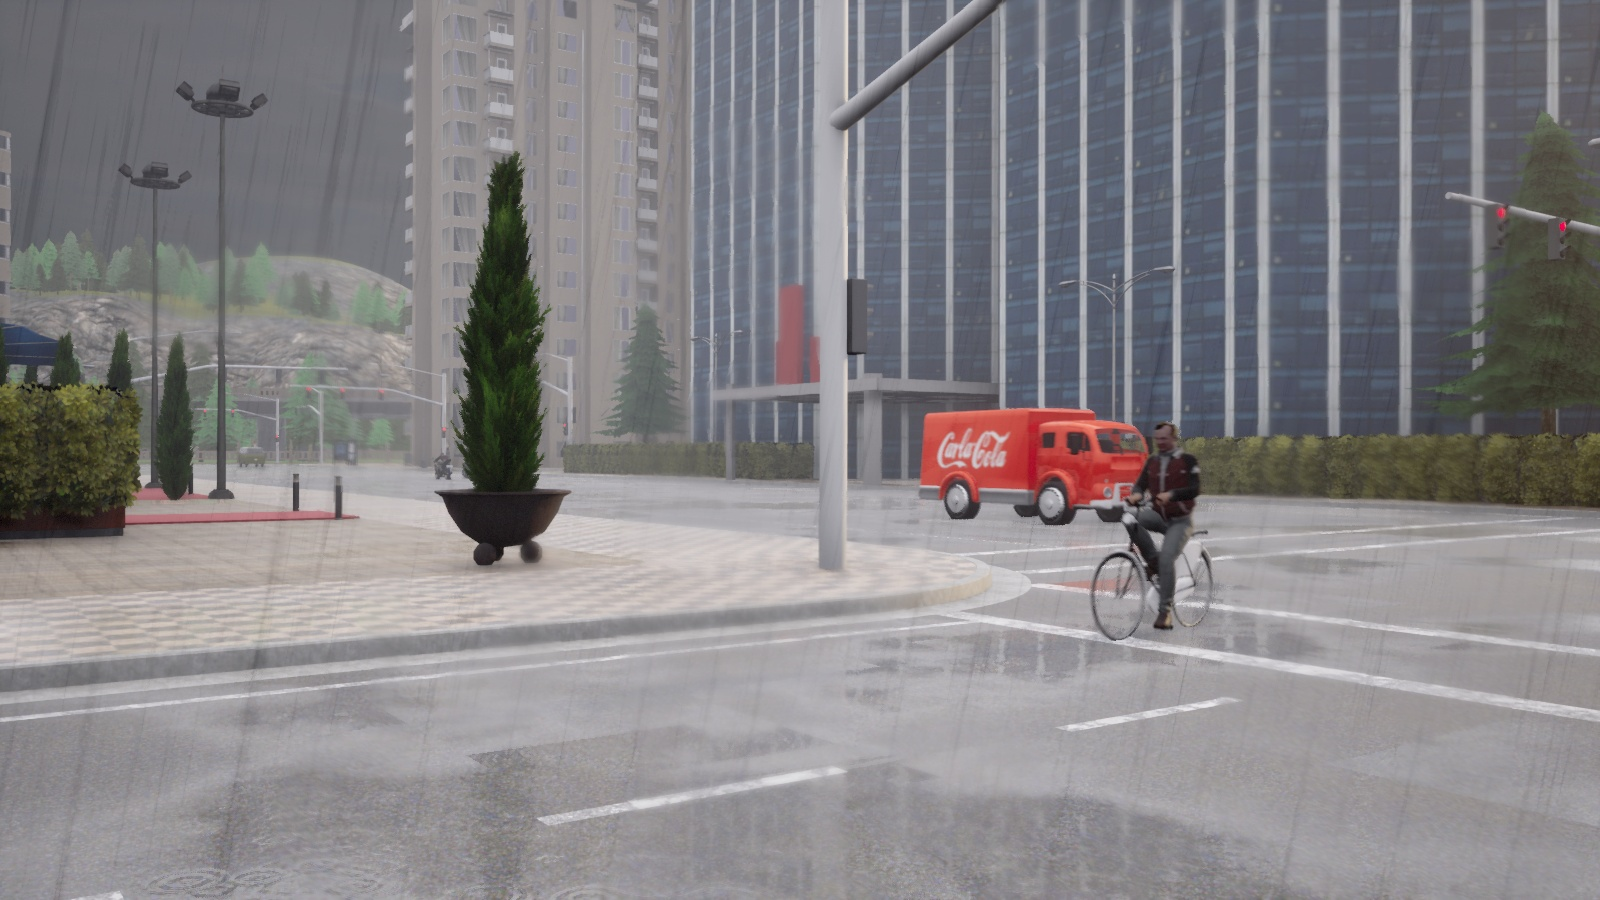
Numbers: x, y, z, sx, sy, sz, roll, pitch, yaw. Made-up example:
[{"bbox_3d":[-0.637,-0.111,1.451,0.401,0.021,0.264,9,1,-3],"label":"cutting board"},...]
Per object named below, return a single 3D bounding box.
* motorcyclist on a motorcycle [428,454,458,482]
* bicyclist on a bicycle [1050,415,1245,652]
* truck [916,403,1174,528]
[{"bbox_3d":[-19.588,0.990,68.870,0.866,1.530,2.191,0,0,-35],"label":"motorcyclist on a motorcycle"},{"bbox_3d":[2.881,0.634,10.310,1.843,1.776,0.659,0,-1,-43],"label":"bicyclist on a bicycle"},{"bbox_3d":[5.249,0.315,27.633,2.627,2.467,5.204,0,0,-35],"label":"truck"}]
